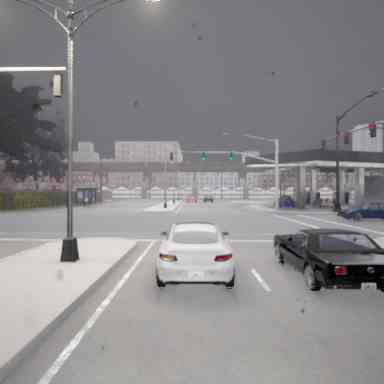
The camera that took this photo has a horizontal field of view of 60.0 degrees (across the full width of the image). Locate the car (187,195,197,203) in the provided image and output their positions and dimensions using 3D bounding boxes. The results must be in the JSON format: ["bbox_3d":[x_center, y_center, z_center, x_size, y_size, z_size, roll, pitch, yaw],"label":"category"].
[{"bbox_3d":[0.013,1.438,72.199,2.097,1.767,4.553,0,0,0],"label":"car"}]

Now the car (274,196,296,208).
[{"bbox_3d":[13.220,1.386,47.552,2.242,1.667,4.611,0,0,0],"label":"car"}]

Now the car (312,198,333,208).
[{"bbox_3d":[18.965,1.560,48.314,1.970,1.475,3.806,0,0,0],"label":"car"}]

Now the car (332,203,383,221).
[{"bbox_3d":[14.887,1.616,27.405,5.357,1.411,2.033,0,0,-1],"label":"car"}]

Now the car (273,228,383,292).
[{"bbox_3d":[3.594,1.622,8.949,1.895,1.301,4.718,0,0,0],"label":"car"}]

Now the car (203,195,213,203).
[{"bbox_3d":[3.513,1.445,72.199,2.097,1.767,4.553,0,0,0],"label":"car"}]

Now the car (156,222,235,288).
[{"bbox_3d":[0.081,1.539,9.178,1.812,1.442,4.674,0,0,0],"label":"car"}]
